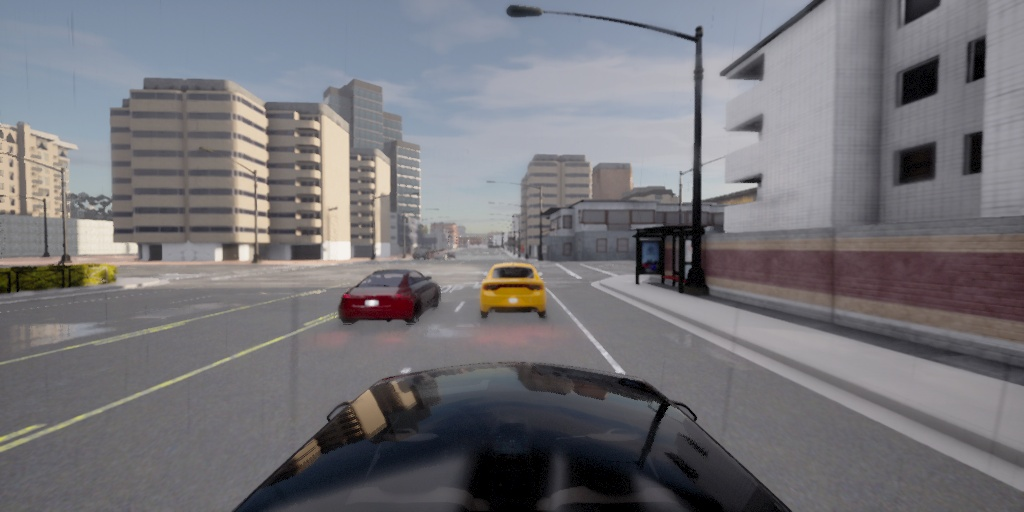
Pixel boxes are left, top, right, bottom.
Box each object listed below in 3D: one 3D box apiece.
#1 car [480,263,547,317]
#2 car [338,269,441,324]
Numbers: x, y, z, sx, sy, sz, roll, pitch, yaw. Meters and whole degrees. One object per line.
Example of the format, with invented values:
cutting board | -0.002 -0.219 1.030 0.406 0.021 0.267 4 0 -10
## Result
car | 0.031 0.958 11.885 1.882 1.535 5.008 0 1 0
car | -3.463 1.071 10.852 1.994 1.385 4.181 0 2 0
